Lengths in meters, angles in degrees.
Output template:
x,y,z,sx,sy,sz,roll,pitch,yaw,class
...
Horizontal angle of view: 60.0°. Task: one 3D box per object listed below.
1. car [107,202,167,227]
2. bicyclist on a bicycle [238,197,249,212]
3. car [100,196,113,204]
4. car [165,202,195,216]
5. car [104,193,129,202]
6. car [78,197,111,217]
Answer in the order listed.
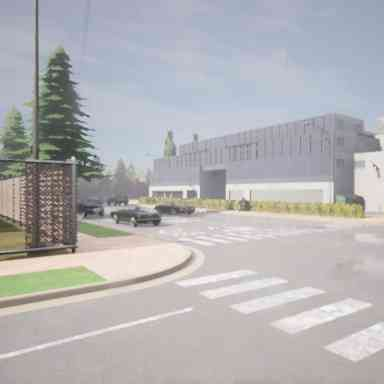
x,y,z,sx,sy,sz,roll,pitch,yaw,class
-3.942,1.617,23.019,1.895,1.301,4.718,0,0,-35,car
5.553,1.315,35.559,1.656,1.620,0.582,0,0,-35,bicyclist on a bicycle
-16.255,1.506,63.258,2.128,1.511,4.902,0,0,-12,car
-1.778,1.616,32.464,1.895,1.301,4.718,0,0,-35,car
-11.955,1.236,53.468,2.150,2.045,5.566,0,0,-30,car
-9.827,1.507,31.399,2.128,1.511,4.902,0,0,-35,car
